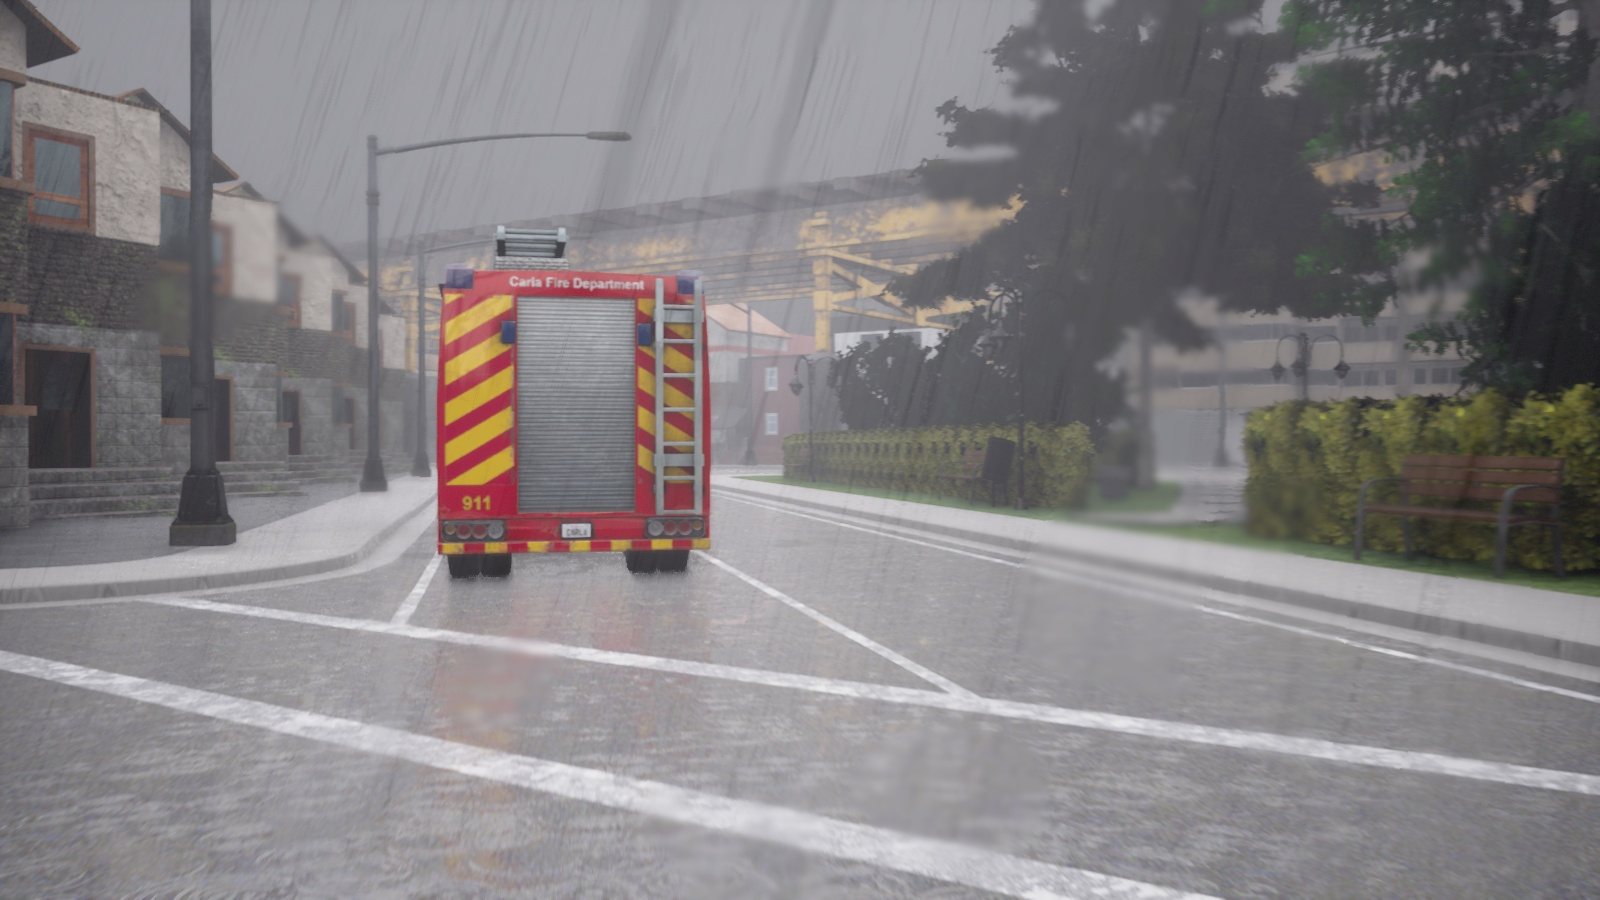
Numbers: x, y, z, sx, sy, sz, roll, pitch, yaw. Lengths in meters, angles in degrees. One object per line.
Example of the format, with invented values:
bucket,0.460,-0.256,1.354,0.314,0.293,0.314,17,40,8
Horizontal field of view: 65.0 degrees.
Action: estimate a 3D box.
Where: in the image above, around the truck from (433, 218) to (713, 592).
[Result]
truck,-3.273,-0.474,17.309,2.891,3.827,8.468,0,0,-13
